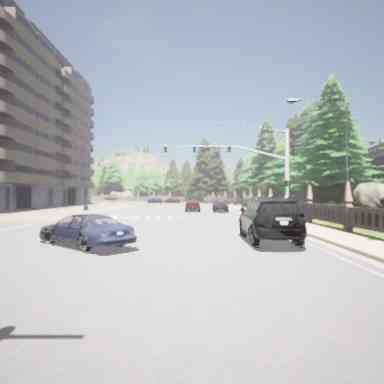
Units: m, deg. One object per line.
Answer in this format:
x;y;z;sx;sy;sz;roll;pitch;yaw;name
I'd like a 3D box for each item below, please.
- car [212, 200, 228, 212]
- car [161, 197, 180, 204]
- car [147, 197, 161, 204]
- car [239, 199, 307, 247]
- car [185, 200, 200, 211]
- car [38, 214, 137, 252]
3.593;1.752;43.095;2.128;1.511;4.902;0;0;0;car
-4.662;1.997;78.205;1.812;1.442;4.674;0;0;-37;car
-8.813;1.995;77.901;1.812;1.442;4.674;0;0;-41;car
3.594;1.321;15.662;2.150;2.045;5.566;0;0;0;car
0.091;1.748;44.680;1.882;1.535;5.008;0;0;0;car
-4.697;1.665;14.545;5.357;1.411;2.033;0;-1;41;car
